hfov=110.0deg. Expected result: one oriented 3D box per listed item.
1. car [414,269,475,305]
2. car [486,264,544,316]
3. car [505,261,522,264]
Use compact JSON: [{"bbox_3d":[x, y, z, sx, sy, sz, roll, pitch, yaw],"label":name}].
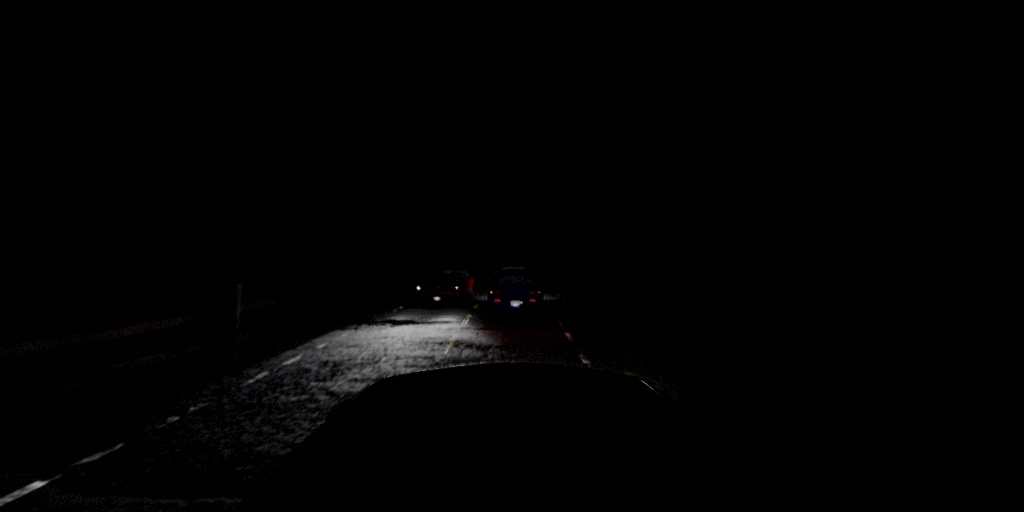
[{"bbox_3d":[-2.750,1.250,15.432,1.895,1.301,4.718,0,0,0],"label":"car"},{"bbox_3d":[0.100,1.194,12.830,1.812,1.442,4.674,0,1,0],"label":"car"},{"bbox_3d":[0.097,1.114,32.425,1.895,1.301,4.718,0,0,0],"label":"car"}]
